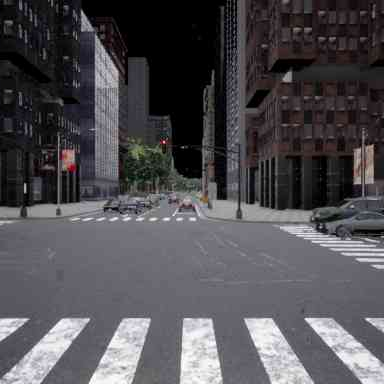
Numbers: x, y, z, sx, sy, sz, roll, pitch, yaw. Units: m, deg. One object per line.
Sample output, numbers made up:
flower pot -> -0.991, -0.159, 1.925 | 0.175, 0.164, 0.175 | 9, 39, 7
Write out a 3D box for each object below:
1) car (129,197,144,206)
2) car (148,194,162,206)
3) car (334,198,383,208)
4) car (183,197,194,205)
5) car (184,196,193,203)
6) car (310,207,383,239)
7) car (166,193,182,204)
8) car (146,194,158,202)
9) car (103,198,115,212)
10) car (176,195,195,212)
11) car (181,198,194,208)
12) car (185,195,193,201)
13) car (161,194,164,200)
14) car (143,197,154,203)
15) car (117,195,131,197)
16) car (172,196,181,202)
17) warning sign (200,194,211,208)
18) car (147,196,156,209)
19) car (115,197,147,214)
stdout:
car -> -9.186, 1.570, 55.124 | 1.752, 1.417, 4.829 | 0, 0, 0
car -> -6.510, 1.551, 55.642 | 1.837, 1.490, 4.892 | 0, 0, 0
car -> 10.486, 1.393, 21.092 | 5.566, 2.045, 2.150 | 1, 0, 1
car -> -0.693, 1.603, 60.760 | 1.887, 1.381, 4.507 | 0, 0, 0
car -> -0.754, 1.612, 71.780 | 1.752, 1.417, 4.829 | 0, 0, 0
car -> 8.869, 1.714, 17.725 | 4.181, 1.385, 1.994 | 1, 0, 0
car -> -3.480, 1.423, 65.600 | 2.097, 1.767, 4.553 | 0, 0, 0
car -> -9.309, 1.417, 76.998 | 2.192, 1.841, 5.009 | 0, 0, 0
car -> -9.097, 1.574, 39.016 | 1.947, 1.339, 4.313 | 0, 0, 0
car -> -0.572, 1.448, 39.061 | 1.967, 1.590, 4.097 | 0, 0, 0
car -> -0.632, 1.614, 49.910 | 1.802, 1.307, 4.206 | 0, 0, 0
car -> -0.844, 1.574, 87.885 | 1.967, 1.590, 4.097 | 0, 0, 0
car -> -9.370, 1.449, 87.850 | 2.192, 1.841, 5.009 | 0, 0, 0
car -> -9.278, 1.668, 71.572 | 1.802, 1.307, 4.206 | 0, 0, 0
car -> -9.128, 1.335, 44.443 | 2.192, 1.841, 5.009 | 0, 0, 0
car -> -3.535, 1.583, 75.638 | 1.812, 1.442, 4.674 | 0, 0, 0
warning sign -> 1.719, 1.132, 42.744 | 1.300, 1.860, 1.060 | 0, 0, 0
car -> -6.474, 1.586, 45.449 | 1.994, 1.385, 4.181 | 0, 0, -1
car -> -6.421, 1.548, 35.494 | 2.033, 1.411, 5.357 | 0, 0, -1
